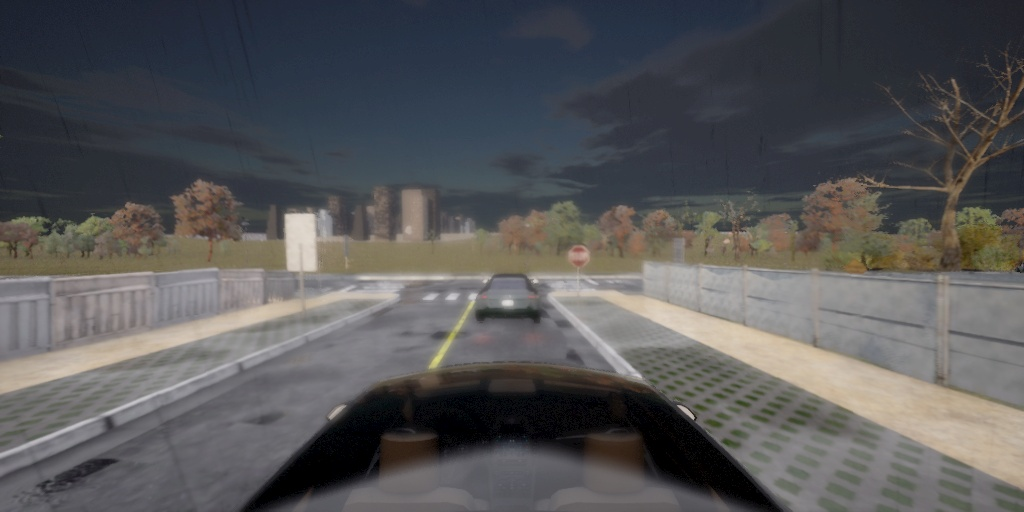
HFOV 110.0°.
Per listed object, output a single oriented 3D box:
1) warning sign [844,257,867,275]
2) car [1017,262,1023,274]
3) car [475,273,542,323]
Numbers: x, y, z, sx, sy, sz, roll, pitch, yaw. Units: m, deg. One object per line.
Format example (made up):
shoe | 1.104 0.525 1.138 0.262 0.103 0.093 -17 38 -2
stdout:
warning sign | 19.697 1.005 20.630 1.060 1.860 1.300 0 0 -4
car | 42.279 0.761 27.336 5.566 2.045 2.150 0 4 -3
car | -0.051 1.259 11.901 1.994 1.385 4.181 0 0 2
